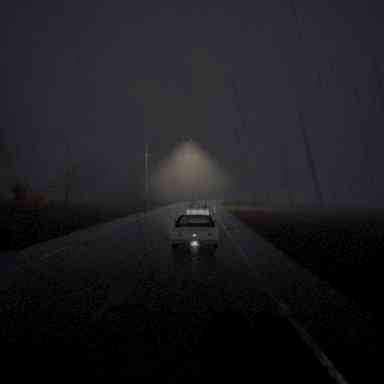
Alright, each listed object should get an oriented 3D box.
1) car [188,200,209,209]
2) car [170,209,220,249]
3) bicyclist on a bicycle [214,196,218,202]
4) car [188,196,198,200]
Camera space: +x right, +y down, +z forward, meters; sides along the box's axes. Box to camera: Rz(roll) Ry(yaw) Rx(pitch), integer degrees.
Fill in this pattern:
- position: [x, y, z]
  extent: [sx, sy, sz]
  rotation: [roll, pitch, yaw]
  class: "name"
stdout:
- position: [0.563, 1.666, 29.582]
  extent: [1.895, 1.301, 4.718]
  rotation: [0, 0, 2]
  class: "car"
- position: [0.140, 1.628, 14.619]
  extent: [1.895, 1.301, 4.718]
  rotation: [0, 0, 1]
  class: "car"
- position: [6.685, 1.938, 94.889]
  extent: [0.582, 1.620, 1.656]
  rotation: [0, -1, 7]
  class: "bicyclist on a bicycle"
- position: [0.325, 1.815, 77.760]
  extent: [1.837, 1.490, 4.892]
  rotation: [0, 0, 6]
  class: "car"
